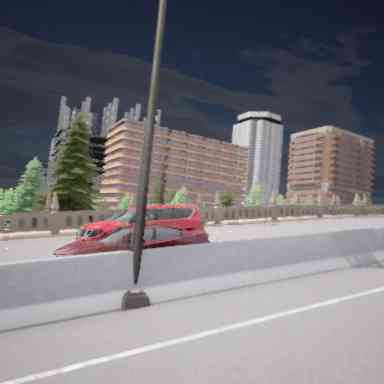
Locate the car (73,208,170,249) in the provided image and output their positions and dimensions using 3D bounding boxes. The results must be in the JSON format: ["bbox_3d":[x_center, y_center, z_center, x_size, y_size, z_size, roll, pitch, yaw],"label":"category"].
[{"bbox_3d":[-3.701,1.820,17.585,4.553,1.767,2.097,0,-2,-30],"label":"car"}]

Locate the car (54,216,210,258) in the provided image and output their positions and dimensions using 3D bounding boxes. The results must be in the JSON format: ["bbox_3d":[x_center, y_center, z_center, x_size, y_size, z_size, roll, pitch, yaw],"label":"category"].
[{"bbox_3d":[-1.744,1.756,10.638,5.008,1.535,1.882,0,-1,-30],"label":"car"}]

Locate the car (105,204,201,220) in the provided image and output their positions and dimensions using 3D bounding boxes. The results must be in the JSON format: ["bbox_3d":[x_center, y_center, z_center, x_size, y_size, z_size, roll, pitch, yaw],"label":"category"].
[{"bbox_3d":[-2.024,1.590,14.509,5.566,2.045,2.150,0,-1,-30],"label":"car"}]
